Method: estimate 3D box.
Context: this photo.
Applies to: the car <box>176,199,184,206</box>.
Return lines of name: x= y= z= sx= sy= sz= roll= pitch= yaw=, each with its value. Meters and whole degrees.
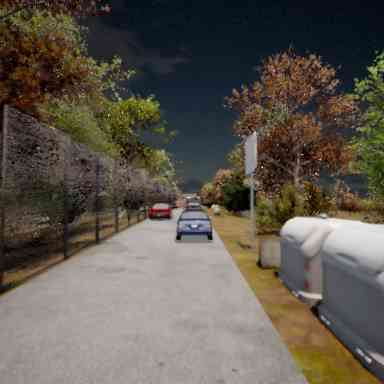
car: x=-2.400 y=2.531 z=70.466 sx=2.150 sy=2.045 sz=5.566 roll=0 pitch=-2 yaw=1

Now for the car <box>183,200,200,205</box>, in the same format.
car: x=0.208 y=1.931 z=39.076 sx=1.837 sy=1.490 sz=4.892 roll=0 pitch=-1 yaw=0

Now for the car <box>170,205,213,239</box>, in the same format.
car: x=0.122 y=1.648 z=17.913 sx=2.033 sy=1.411 sz=5.357 roll=0 pitch=-1 yaw=0

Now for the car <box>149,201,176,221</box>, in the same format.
car: x=-2.780 y=1.743 z=30.353 sx=1.882 sy=1.535 sz=5.008 roll=0 pitch=-1 yaw=0
